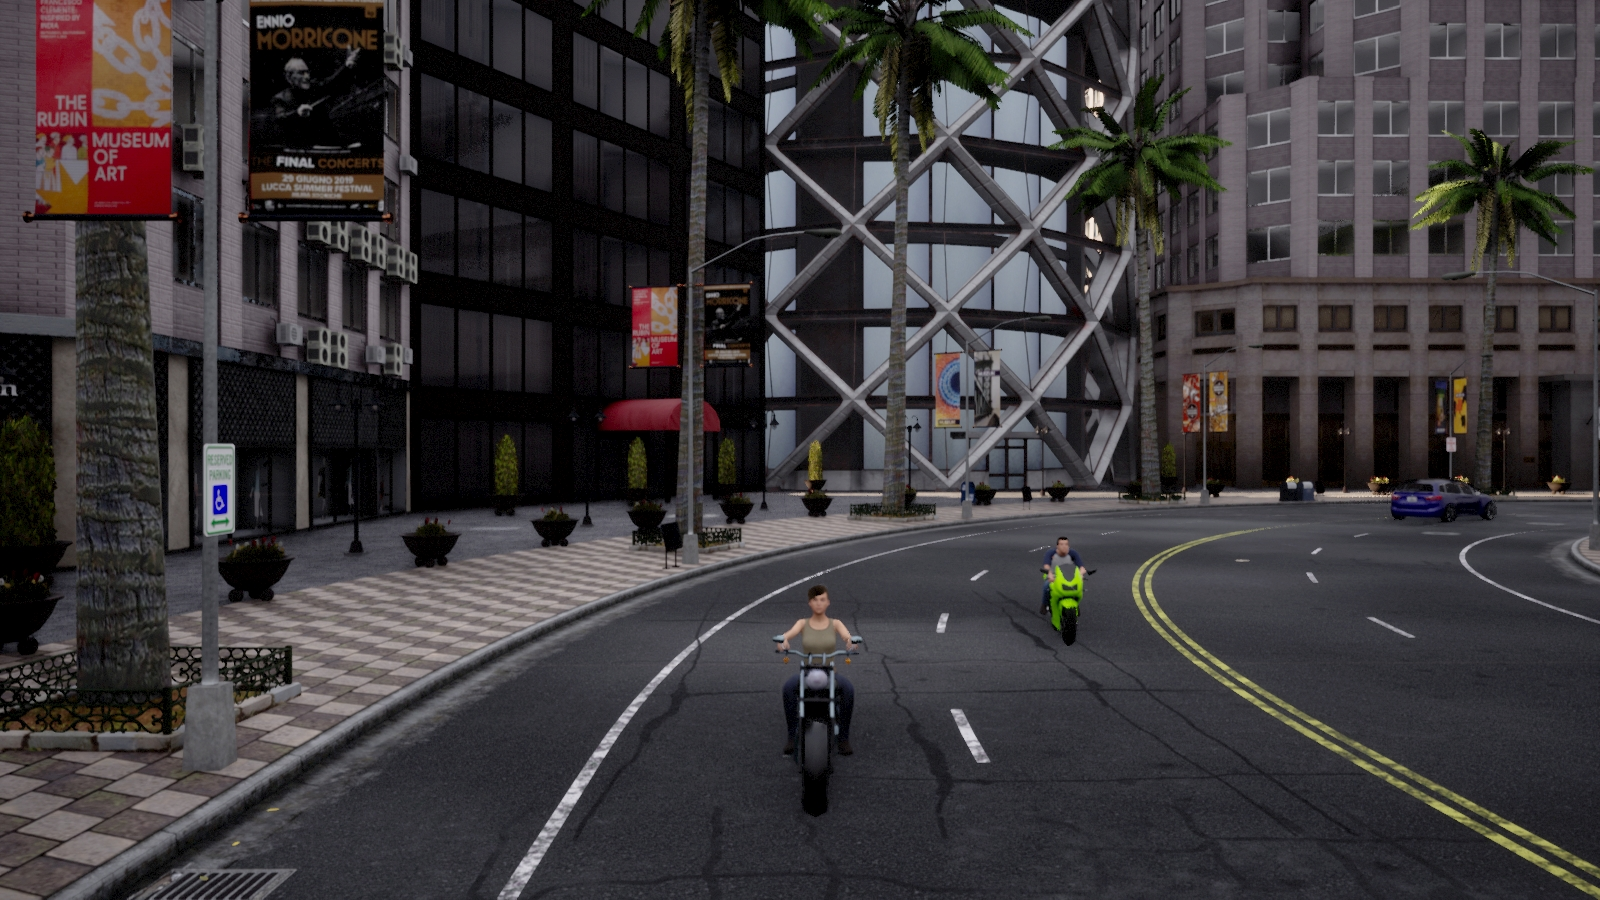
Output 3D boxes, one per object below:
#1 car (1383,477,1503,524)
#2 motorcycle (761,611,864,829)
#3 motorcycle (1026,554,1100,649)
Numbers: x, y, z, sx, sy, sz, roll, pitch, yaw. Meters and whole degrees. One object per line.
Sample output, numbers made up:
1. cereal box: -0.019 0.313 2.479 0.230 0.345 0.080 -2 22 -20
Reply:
1. car: 25.676 1.970 45.585 4.611 1.667 2.242 0 0 -32
2. motorcycle: 0.142 2.171 9.666 0.764 1.277 2.356 0 0 2
3. motorcycle: 3.886 2.214 17.025 0.803 1.145 2.033 0 0 5
